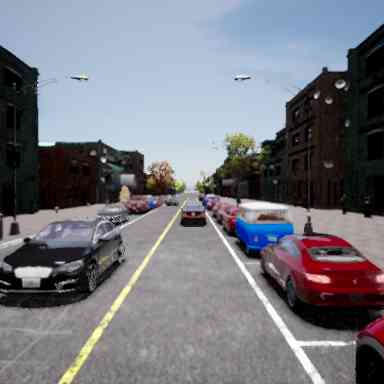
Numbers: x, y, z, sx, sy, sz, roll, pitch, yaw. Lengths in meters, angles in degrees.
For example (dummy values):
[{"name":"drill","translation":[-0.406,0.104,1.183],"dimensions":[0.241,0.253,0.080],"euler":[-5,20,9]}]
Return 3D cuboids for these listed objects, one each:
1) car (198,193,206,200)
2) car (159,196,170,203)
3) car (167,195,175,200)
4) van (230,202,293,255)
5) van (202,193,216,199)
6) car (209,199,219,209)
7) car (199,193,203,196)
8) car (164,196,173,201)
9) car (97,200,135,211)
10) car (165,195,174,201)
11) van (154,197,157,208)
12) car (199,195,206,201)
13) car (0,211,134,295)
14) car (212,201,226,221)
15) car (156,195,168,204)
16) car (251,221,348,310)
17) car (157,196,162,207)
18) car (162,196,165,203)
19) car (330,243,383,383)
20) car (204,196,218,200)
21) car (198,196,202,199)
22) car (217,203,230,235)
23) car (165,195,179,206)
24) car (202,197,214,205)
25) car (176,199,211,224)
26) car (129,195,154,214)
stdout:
[{"name":"car","translation":[2.695,1.266,90.730],"dimensions":[2.192,1.841,5.009],"euler":[-1,0,0]},{"name":"car","translation":[-5.685,1.508,68.535],"dimensions":[1.887,1.381,4.507],"euler":[-1,0,0]},{"name":"car","translation":[-5.683,1.532,90.729],"dimensions":[1.802,1.307,4.206],"euler":[-1,0,0]},{"name":"van","translation":[2.687,1.335,13.053],"dimensions":[1.690,1.788,3.998],"euler":[-1,0,0]},{"name":"van","translation":[2.691,1.318,46.343],"dimensions":[1.690,1.788,3.998],"euler":[-1,0,0]},{"name":"car","translation":[2.691,1.567,29.698],"dimensions":[1.802,1.307,4.206],"euler":[-1,0,0]},{"name":"car","translation":[2.691,1.289,51.891],"dimensions":[2.192,1.841,5.009],"euler":[-1,0,0]},{"name":"car","translation":[-5.684,1.539,79.631],"dimensions":[1.802,1.307,4.206],"euler":[-1,0,0]},{"name":"car","translation":[-5.690,1.539,24.148],"dimensions":[2.008,1.369,4.403],"euler":[-1,0,0]},{"name":"car","translation":[-5.684,1.504,85.180],"dimensions":[2.008,1.369,4.403],"euler":[-1,0,0]},{"name":"van","translation":[-5.691,1.321,40.793],"dimensions":[1.690,1.788,3.998],"euler":[-1,0,0]},{"name":"car","translation":[2.697,1.479,85.350],"dimensions":[1.752,1.417,4.829],"euler":[-1,0,0]},{"name":"car","translation":[-3.099,1.487,8.864],"dimensions":[2.128,1.511,4.902],"euler":[0,0,0]},{"name":"car","translation":[2.690,1.570,24.149],"dimensions":[1.802,1.307,4.206],"euler":[-1,0,0]},{"name":"car","translation":[-5.687,1.407,62.986],"dimensions":[1.967,1.590,4.097],"euler":[-1,0,0]},{"name":"car","translation":[2.689,1.578,7.504],"dimensions":[1.802,1.307,4.206],"euler":[-1,0,0]},{"name":"car","translation":[-5.689,1.417,46.341],"dimensions":[1.967,1.590,4.097],"euler":[-1,0,0]},{"name":"car","translation":[-5.687,1.518,51.890],"dimensions":[1.887,1.381,4.507],"euler":[-1,0,0]},{"name":"car","translation":[2.687,1.439,1.956],"dimensions":[1.967,1.590,4.097],"euler":[-1,0,0]},{"name":"car","translation":[2.692,1.562,40.794],"dimensions":[1.802,1.307,4.206],"euler":[-1,0,0]},{"name":"car","translation":[0.104,1.577,46.221],"dimensions":[1.895,1.301,4.718],"euler":[0,0,0]},{"name":"car","translation":[2.690,1.536,18.601],"dimensions":[1.887,1.381,4.507],"euler":[-1,0,0]},{"name":"car","translation":[-2.995,1.584,52.340],"dimensions":[1.994,1.385,4.181],"euler":[0,0,0]},{"name":"car","translation":[2.694,1.552,57.439],"dimensions":[1.802,1.307,4.206],"euler":[-1,0,0]},{"name":"car","translation":[0.101,1.535,24.916],"dimensions":[2.033,1.411,5.357],"euler":[0,0,0]},{"name":"car","translation":[-5.691,1.297,35.245],"dimensions":[2.192,1.841,5.009],"euler":[-1,0,0]}]
